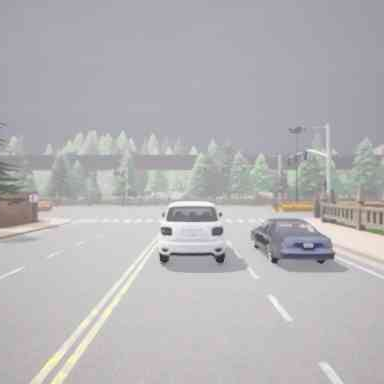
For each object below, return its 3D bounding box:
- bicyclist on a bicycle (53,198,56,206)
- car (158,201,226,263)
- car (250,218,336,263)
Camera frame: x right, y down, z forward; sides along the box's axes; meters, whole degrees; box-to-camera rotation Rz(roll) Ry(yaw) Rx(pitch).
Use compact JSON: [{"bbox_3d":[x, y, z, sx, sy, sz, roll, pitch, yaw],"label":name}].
[{"bbox_3d":[-27.072,1.974,65.519,0.582,1.620,1.656,0,0,0],"label":"bicyclist on a bicycle"},{"bbox_3d":[0.007,1.355,12.575,2.150,2.045,5.566,0,0,0],"label":"car"},{"bbox_3d":[3.507,1.677,12.526,2.033,1.411,5.357,0,-1,0],"label":"car"}]
